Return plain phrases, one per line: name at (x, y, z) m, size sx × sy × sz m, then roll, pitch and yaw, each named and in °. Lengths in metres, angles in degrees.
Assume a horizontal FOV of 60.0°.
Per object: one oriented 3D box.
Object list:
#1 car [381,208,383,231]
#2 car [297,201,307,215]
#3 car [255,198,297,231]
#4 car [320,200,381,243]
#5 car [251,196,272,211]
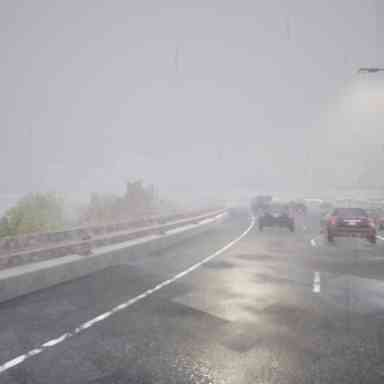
car at (12.739, 1.757, 21.791) m, size 1.994 × 1.385 × 4.181 m, roll 0°, pitch 0°, yaw 14°
car at (11.924, 1.756, 38.345) m, size 1.837 × 1.490 × 4.892 m, roll 1°, pitch 0°, yaw 5°
car at (5.571, 1.484, 21.869) m, size 2.097 × 1.767 × 4.553 m, roll 0°, pitch 0°, yaw 15°
car at (7.941, 1.486, 17.297) m, size 2.097 × 1.767 × 4.553 m, roll 0°, pitch 0°, yaw 16°
car at (8.631, 1.454, 40.929) m, size 2.150 × 2.045 × 5.566 m, roll 1°, pitch 0°, yaw 3°
